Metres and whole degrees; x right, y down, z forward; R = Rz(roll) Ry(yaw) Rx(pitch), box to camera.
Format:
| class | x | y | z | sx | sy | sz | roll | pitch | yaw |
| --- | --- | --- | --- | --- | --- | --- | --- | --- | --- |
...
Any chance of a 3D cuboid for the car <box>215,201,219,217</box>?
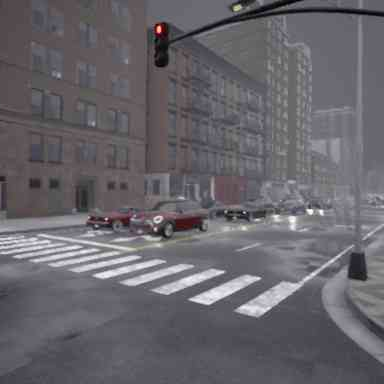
| class | x | y | z | sx | sy | sz | roll | pitch | yaw |
| --- | --- | --- | --- | --- | --- | --- | --- | --- | --- |
| car | 1.448 | 1.367 | 26.105 | 1.994 | 1.385 | 4.181 | 1 | 1 | 34 |

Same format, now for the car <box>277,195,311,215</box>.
| class | x | y | z | sx | sy | sz | roll | pitch | yaw |
| --- | --- | --- | --- | --- | --- | --- | --- | --- | --- |
| car | 9.479 | 1.327 | 31.670 | 1.812 | 1.442 | 4.674 | 1 | 1 | 36 |

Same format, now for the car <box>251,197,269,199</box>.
| class | x | y | z | sx | sy | sz | roll | pitch | yaw |
| --- | --- | --- | --- | --- | --- | --- | --- | --- | --- |
| car | 6.612 | 1.277 | 33.247 | 1.837 | 1.490 | 4.892 | 1 | 1 | 36 |

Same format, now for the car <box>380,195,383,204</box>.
| class | x | y | z | sx | sy | sz | roll | pitch | yaw |
| --- | --- | --- | --- | --- | --- | --- | --- | --- | --- |
| car | 31.267 | 1.244 | 56.069 | 1.837 | 1.490 | 4.892 | 1 | 0 | 36 |

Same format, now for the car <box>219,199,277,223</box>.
| class | x | y | z | sx | sy | sz | roll | pitch | yaw |
| --- | --- | --- | --- | --- | --- | --- | --- | --- | --- |
| car | 4.170 | 1.434 | 24.293 | 1.895 | 1.301 | 4.718 | 1 | 1 | 36 |

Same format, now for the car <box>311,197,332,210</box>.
| class | x | y | z | sx | sy | sz | roll | pitch | yaw |
| --- | --- | --- | --- | --- | --- | --- | --- | --- | --- |
| car | 15.304 | 1.334 | 39.713 | 1.994 | 1.385 | 4.181 | 1 | 1 | 36 |

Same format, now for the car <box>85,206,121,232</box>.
| class | x | y | z | sx | sy | sz | roll | pitch | yaw |
| --- | --- | --- | --- | --- | --- | --- | --- | --- | --- |
| car | -3.659 | 1.437 | 18.973 | 1.895 | 1.301 | 4.718 | 1 | 1 | 36 |

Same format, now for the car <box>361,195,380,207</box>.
| class | x | y | z | sx | sy | sz | roll | pitch | yaw |
| --- | --- | --- | --- | --- | --- | --- | --- | --- | --- |
| car | 24.917 | 1.316 | 47.261 | 2.033 | 1.411 | 5.357 | 1 | 1 | 36 |

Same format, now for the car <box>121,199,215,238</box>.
| class | x | y | z | sx | sy | sz | roll | pitch | yaw |
| --- | --- | --- | --- | --- | --- | --- | --- | --- | --- |
| car | -1.075 | 1.219 | 16.997 | 2.097 | 1.767 | 4.553 | 1 | 1 | 36 |
